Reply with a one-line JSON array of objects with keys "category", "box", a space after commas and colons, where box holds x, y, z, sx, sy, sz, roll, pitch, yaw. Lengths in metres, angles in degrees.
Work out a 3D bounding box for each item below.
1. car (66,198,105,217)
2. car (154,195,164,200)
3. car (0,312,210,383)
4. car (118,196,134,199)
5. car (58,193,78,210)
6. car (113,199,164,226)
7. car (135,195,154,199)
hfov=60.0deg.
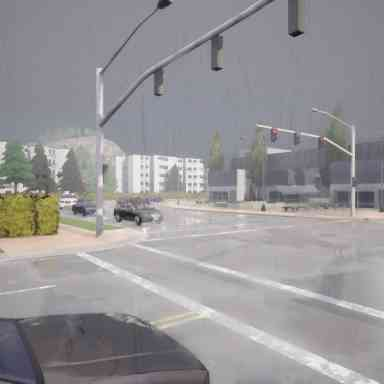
[{"category": "car", "box": [-10.163, 1.547, 32.202, 2.033, 1.411, 5.357, 0, 0, -35]}, {"category": "car", "box": [-7.556, 1.354, 70.921, 2.097, 1.767, 4.553, 0, 0, 17]}, {"category": "car", "box": [-2.380, 1.547, 2.067, 5.357, 1.411, 2.033, 0, 0, -35]}, {"category": "car", "box": [-12.079, 1.492, 58.840, 2.128, 1.511, 4.902, 0, 0, -4]}, {"category": "car", "box": [-16.161, 1.220, 43.500, 2.150, 2.045, 5.566, 0, 0, -20]}, {"category": "car", "box": [-3.903, 1.492, 23.810, 2.128, 1.511, 4.902, 0, 0, -39]}, {"category": "car", "box": [-8.650, 1.505, 61.156, 1.837, 1.490, 4.892, 0, 0, -1]}]
